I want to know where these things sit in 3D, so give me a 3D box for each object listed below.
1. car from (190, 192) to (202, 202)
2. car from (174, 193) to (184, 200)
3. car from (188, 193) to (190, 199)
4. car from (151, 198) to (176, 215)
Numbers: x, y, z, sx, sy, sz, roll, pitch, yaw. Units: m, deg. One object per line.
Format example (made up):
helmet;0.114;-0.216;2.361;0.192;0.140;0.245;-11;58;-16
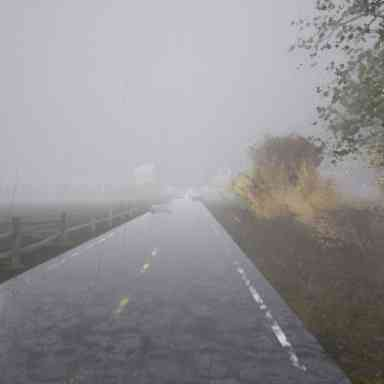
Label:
car;0.971;1.189;67.566;1.882;1.535;5.008;0;0;0
car;-2.741;1.005;72.874;1.837;1.490;4.892;0;0;0
car;0.011;1.135;85.801;2.033;1.411;5.357;0;0;0
car;-2.842;1.486;32.345;1.895;1.301;4.718;0;0;0
